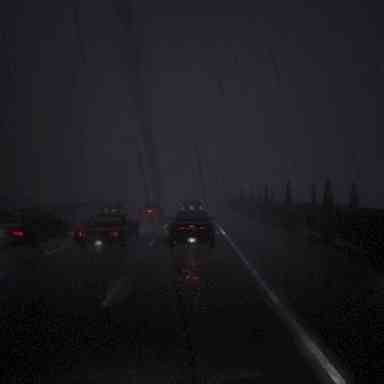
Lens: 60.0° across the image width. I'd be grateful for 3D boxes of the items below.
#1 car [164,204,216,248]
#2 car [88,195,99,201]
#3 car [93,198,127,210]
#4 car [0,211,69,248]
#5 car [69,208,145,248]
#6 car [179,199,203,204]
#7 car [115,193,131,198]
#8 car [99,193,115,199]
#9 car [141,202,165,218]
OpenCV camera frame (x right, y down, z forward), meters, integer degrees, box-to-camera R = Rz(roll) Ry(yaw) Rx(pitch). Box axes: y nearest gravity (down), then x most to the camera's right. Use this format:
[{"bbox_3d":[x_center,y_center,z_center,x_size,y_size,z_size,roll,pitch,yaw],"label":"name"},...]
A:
[{"bbox_3d":[0.000,1.516,14.650,1.837,1.490,4.892,0,0,0],"label":"car"},{"bbox_3d":[-22.347,1.463,75.912,1.882,1.535,5.008,0,0,-2],"label":"car"},{"bbox_3d":[-7.056,1.563,29.728,2.033,1.411,5.357,0,0,-1],"label":"car"},{"bbox_3d":[-7.000,1.563,14.650,2.033,1.411,5.357,0,0,0],"label":"car"},{"bbox_3d":[-3.500,1.616,14.680,1.895,1.301,4.718,0,0,0],"label":"car"},{"bbox_3d":[-0.057,1.366,29.803,2.097,1.767,4.553,0,0,-1],"label":"car"},{"bbox_3d":[-15.349,1.210,76.084,2.150,2.045,5.566,0,0,-2],"label":"car"},{"bbox_3d":[-18.847,1.210,75.983,2.150,2.045,5.566,0,0,-2],"label":"car"},{"bbox_3d":[-3.557,1.572,29.780,1.994,1.385,4.181,0,0,-1],"label":"car"}]
